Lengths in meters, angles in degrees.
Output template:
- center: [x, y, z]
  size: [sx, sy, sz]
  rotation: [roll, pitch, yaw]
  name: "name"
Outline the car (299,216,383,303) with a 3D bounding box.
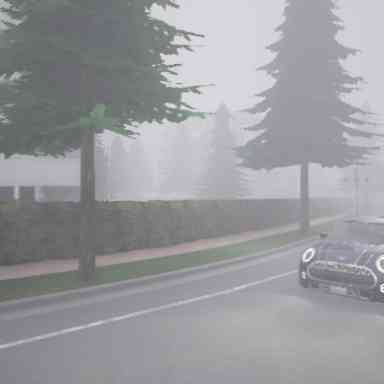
- center: [4.550, 1.472, 8.576]
  size: [2.097, 1.767, 4.553]
  rotation: [-1, -1, 42]
  name: "car"
